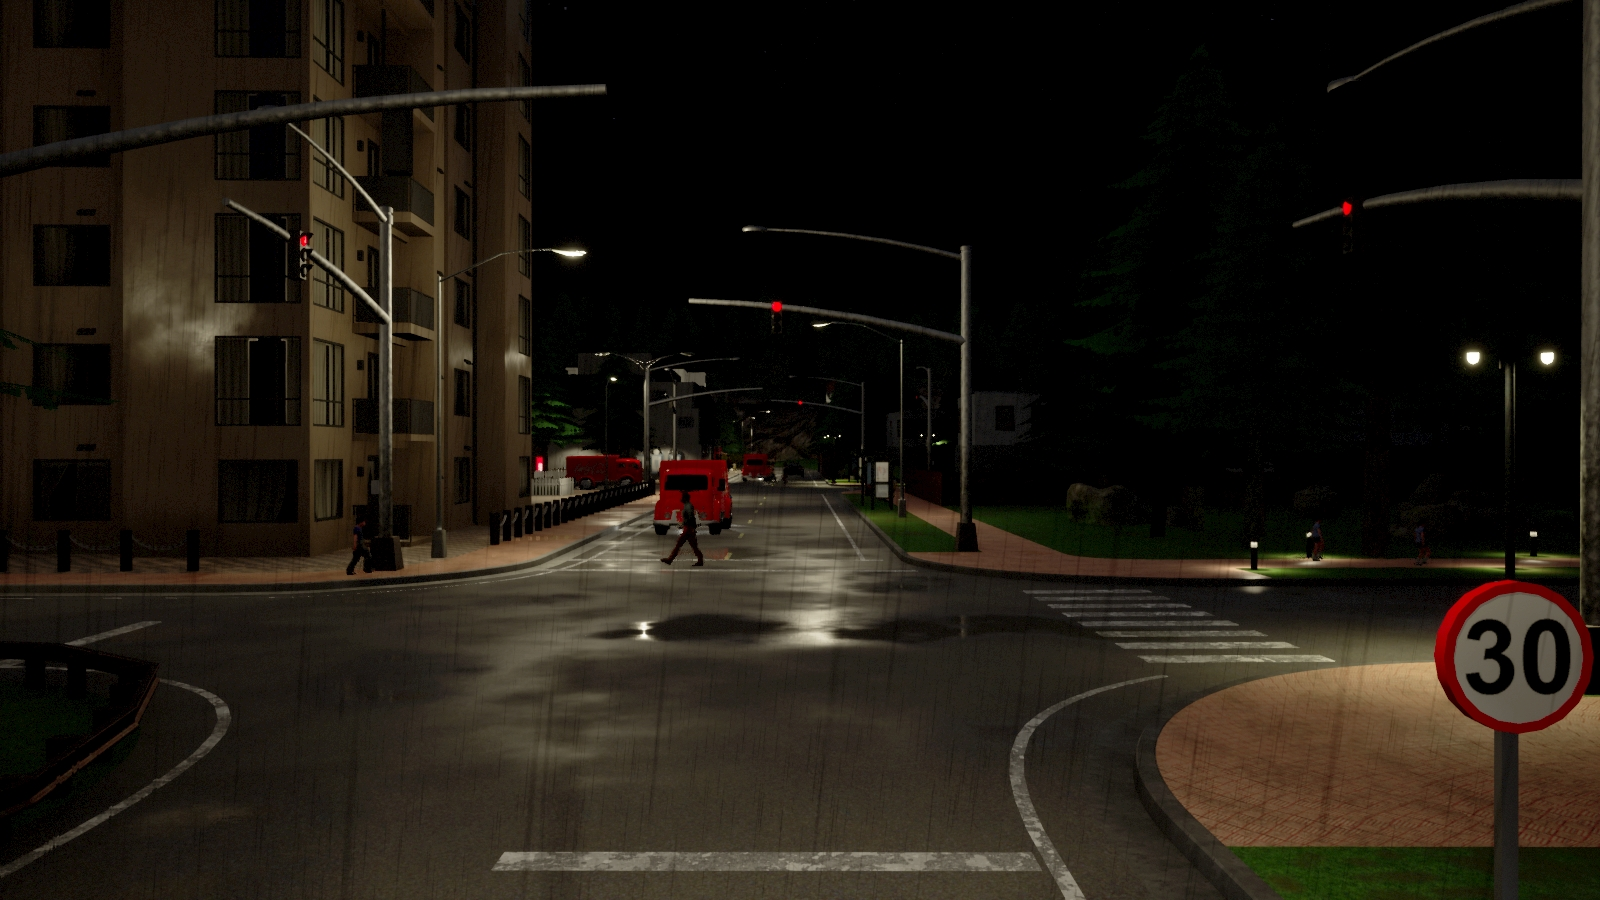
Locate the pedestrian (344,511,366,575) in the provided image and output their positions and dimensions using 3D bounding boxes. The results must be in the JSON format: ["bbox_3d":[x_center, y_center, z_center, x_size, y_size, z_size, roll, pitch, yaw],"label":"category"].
[{"bbox_3d":[-9.412,1.956,24.154,0.375,1.300,0.375,0,0,-33],"label":"pedestrian"}]

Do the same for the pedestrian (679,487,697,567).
[{"bbox_3d":[-2.661,1.829,27.223,0.375,1.860,0.375,0,0,3],"label":"pedestrian"}]

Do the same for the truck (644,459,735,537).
[{"bbox_3d":[-3.689,1.548,39.174,2.627,2.467,5.204,0,0,0],"label":"truck"}]

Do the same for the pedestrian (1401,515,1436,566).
[{"bbox_3d":[14.017,2.044,25.892,0.500,1.100,0.500,0,0,-10],"label":"pedestrian"}]

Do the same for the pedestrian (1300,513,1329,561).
[{"bbox_3d":[12.162,2.044,27.007,0.500,1.100,0.500,0,0,10],"label":"pedestrian"}]
